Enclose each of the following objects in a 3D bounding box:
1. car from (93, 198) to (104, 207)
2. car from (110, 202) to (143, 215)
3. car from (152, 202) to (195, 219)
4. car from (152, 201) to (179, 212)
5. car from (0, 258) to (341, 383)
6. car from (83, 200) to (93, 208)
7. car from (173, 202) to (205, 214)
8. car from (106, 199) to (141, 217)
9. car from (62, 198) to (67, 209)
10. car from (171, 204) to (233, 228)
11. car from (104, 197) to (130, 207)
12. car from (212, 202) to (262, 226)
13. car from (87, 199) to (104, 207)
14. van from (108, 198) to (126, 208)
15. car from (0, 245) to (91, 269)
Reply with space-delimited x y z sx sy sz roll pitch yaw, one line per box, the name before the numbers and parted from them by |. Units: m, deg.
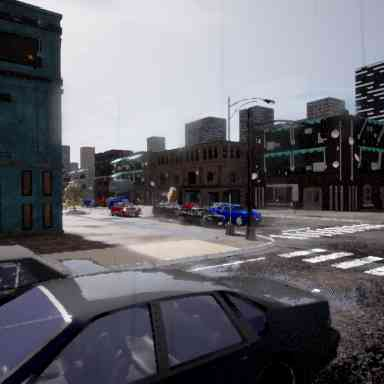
car | -16.498 1.940 63.340 2.192 1.841 5.009 -1 0 -35
car | -8.343 1.989 41.915 2.033 1.411 5.357 -1 0 -35
car | -2.212 1.814 33.282 2.128 1.511 4.902 -1 0 -35
car | -3.661 1.966 45.297 1.802 1.307 4.206 -2 0 -35
car | -0.782 1.547 3.127 5.357 1.411 2.033 0 0 -35
car | -19.550 2.194 63.201 1.812 1.442 4.674 -1 0 -35
car | -0.454 1.904 40.786 1.802 1.307 4.206 -2 0 -35
car | -7.285 1.847 35.928 1.967 1.590 4.097 -1 0 -35
car | -23.223 2.233 58.344 1.752 1.417 4.829 -1 0 -35
car | 0.660 1.815 24.549 1.947 1.339 4.313 -2 0 -35
car | -11.225 1.737 51.470 2.150 2.045 5.566 -1 0 -35
car | 3.187 1.693 25.685 1.882 1.535 5.008 -1 0 -36
car | -19.701 2.228 67.851 1.887 1.381 4.507 -1 0 -35
van | -13.290 1.907 58.829 1.690 1.788 3.998 -1 0 -35
car | -3.571 1.601 5.130 4.718 1.301 1.895 0 0 -35
